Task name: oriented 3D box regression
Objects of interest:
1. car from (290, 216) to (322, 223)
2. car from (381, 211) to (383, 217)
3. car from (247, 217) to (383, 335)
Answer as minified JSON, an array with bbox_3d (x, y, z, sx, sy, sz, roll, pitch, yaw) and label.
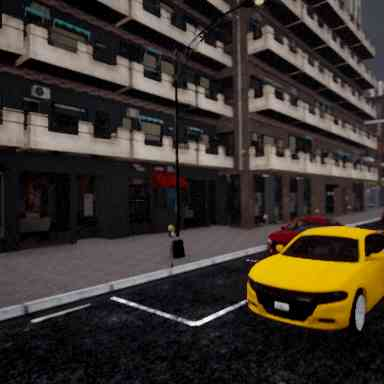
[{"bbox_3d":[4.496,1.631,12.585,1.887,1.381,4.507,-1,-1,42],"label":"car"},{"bbox_3d":[9.239,1.584,14.005,1.994,1.385,4.181,-2,-1,42],"label":"car"},{"bbox_3d":[3.068,1.520,7.114,1.882,1.535,5.008,-2,-1,42],"label":"car"}]
